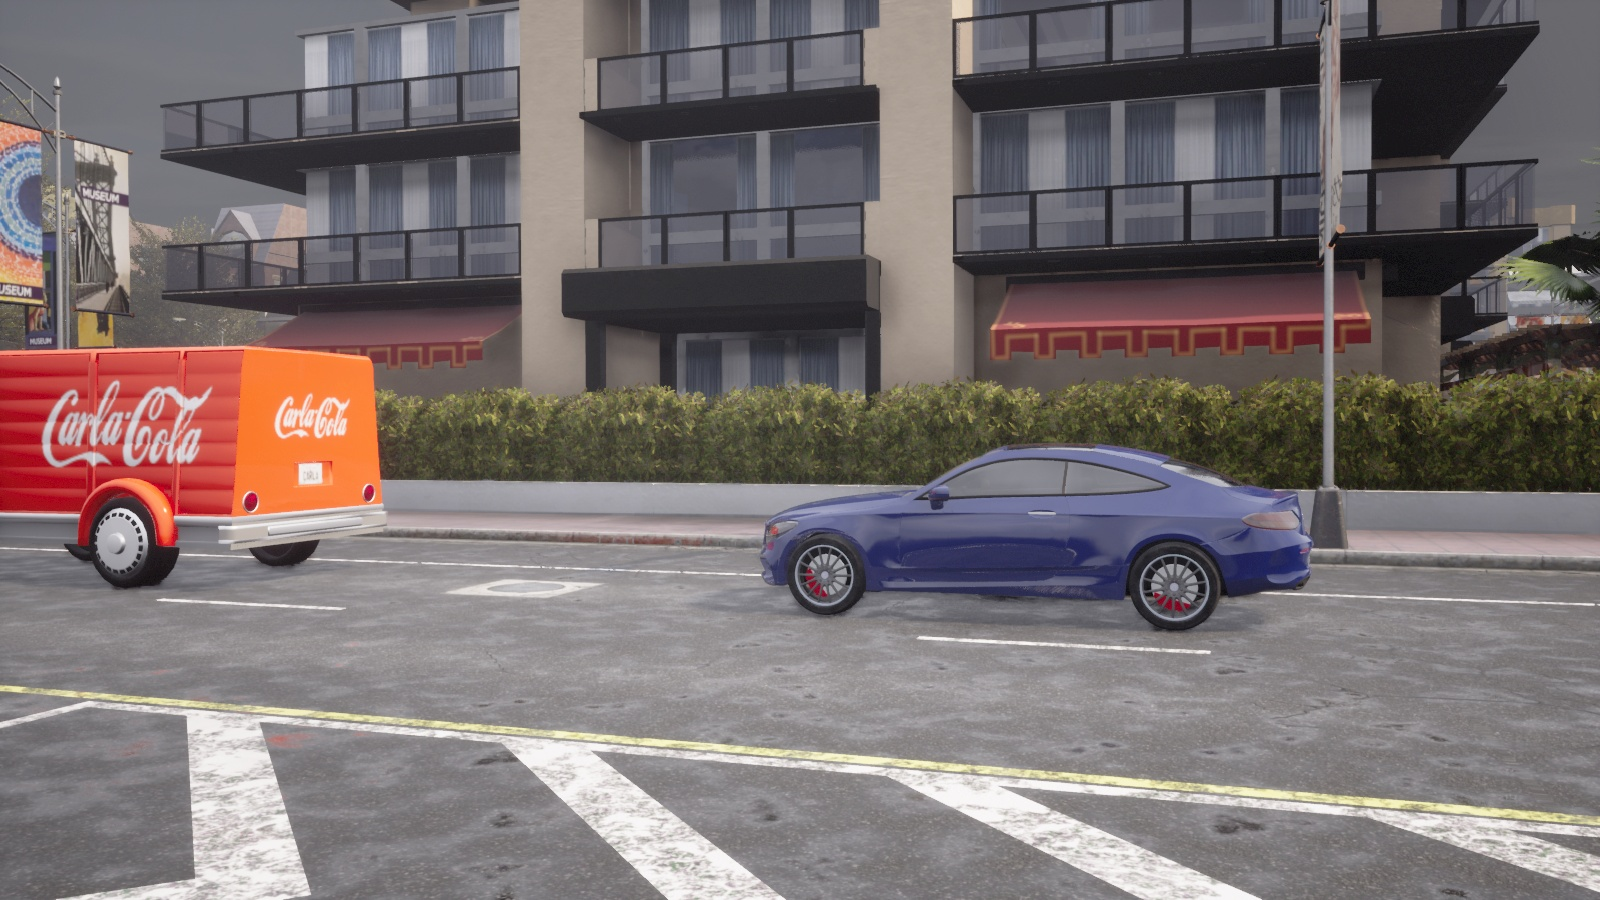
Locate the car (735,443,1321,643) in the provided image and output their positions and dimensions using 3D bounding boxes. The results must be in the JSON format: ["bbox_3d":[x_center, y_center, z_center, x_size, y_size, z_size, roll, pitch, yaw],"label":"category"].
[{"bbox_3d":[1.945,0.684,10.949,4.674,1.442,1.812,1,1,18],"label":"car"}]

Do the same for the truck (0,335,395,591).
[{"bbox_3d":[-7.581,0.085,14.149,5.204,2.467,2.627,1,1,19],"label":"truck"}]
